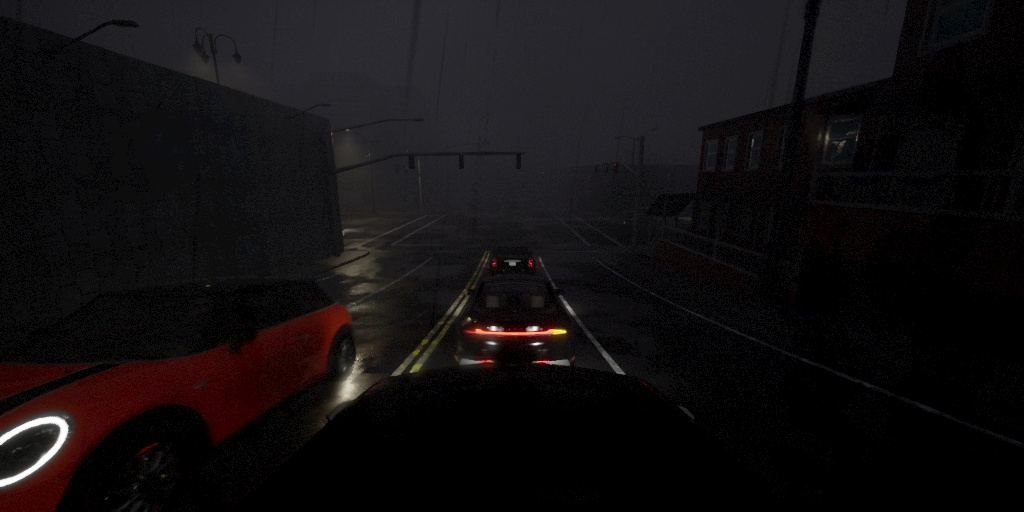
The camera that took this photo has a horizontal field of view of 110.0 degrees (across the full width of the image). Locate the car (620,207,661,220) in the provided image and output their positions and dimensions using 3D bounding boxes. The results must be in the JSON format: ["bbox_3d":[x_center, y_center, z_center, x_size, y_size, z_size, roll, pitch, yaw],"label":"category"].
[{"bbox_3d":[16.484,-5.544,46.011,5.008,1.535,1.882,0,12,0],"label":"car"}]

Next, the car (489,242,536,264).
[{"bbox_3d":[0.030,0.086,17.417,2.097,1.767,4.553,0,7,0],"label":"car"}]

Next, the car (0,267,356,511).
[{"bbox_3d":[-3.602,1.078,3.931,2.097,1.767,4.553,0,1,0],"label":"car"}]

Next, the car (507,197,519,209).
[{"bbox_3d":[0.210,-8.978,62.087,2.033,1.411,5.357,0,12,0],"label":"car"}]

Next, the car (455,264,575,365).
[{"bbox_3d":[0.058,1.122,7.162,1.837,1.490,4.892,0,2,0],"label":"car"}]
